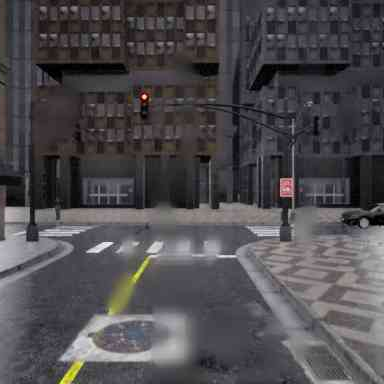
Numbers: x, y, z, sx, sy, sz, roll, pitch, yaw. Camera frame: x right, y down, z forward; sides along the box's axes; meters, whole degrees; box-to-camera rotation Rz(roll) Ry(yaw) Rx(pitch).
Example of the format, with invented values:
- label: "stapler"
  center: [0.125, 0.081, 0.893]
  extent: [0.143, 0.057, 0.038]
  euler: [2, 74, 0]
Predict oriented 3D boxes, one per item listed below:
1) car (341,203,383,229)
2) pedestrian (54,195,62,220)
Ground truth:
- label: "car"
  center: [12.058, 1.456, 21.031]
  extent: [5.008, 1.535, 1.882]
  euler: [0, 0, 1]
- label: "pedestrian"
  center: [-9.812, 1.150, 24.334]
  extent: [0.375, 1.860, 0.375]
  euler: [0, 0, 1]
